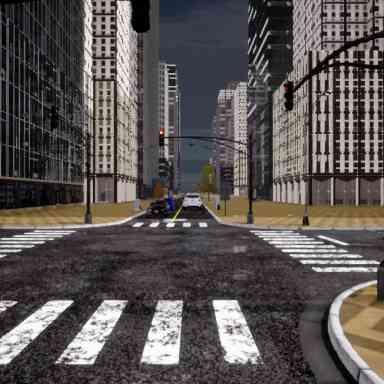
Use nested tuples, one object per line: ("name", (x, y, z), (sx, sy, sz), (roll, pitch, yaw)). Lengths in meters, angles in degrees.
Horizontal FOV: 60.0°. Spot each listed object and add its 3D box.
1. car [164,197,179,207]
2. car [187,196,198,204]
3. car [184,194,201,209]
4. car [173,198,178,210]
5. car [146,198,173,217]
("car", (-3.132, 1.560, 50.588), (1.994, 1.385, 4.181), (0, 0, 0))
("car", (0.043, 1.540, 65.593), (2.033, 1.411, 5.357), (0, 0, 0))
("car", (0.064, 1.217, 44.363), (2.150, 2.045, 5.566), (0, 0, 0))
("car", (-3.128, 1.475, 40.712), (1.882, 1.535, 5.008), (0, 0, 0))
("car", (-3.124, 1.504, 31.189), (1.837, 1.490, 4.892), (0, 0, 0))
